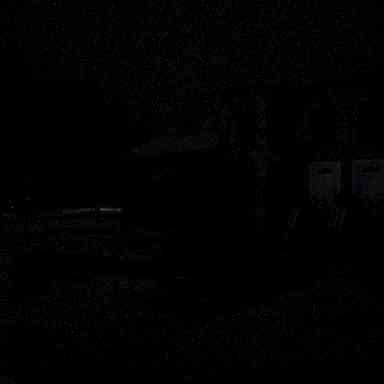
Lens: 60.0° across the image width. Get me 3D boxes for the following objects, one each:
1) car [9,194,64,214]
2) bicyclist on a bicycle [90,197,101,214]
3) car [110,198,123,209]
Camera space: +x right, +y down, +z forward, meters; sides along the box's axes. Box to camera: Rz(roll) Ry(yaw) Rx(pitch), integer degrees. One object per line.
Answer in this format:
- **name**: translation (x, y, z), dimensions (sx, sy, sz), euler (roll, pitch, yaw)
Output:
- **car**: translation (-16.853, 1.221, 36.433), dimensions (2.150, 2.045, 5.566), euler (0, 0, 36)
- **bicyclist on a bicycle**: translation (-9.426, 1.344, 32.352), dimensions (1.656, 1.620, 0.582), euler (0, 1, 36)
- **car**: translation (-9.274, 1.478, 46.823), dimensions (1.882, 1.535, 5.008), euler (0, 0, 36)
